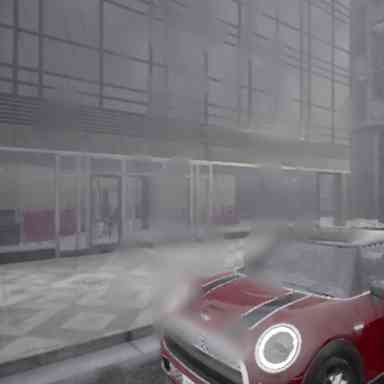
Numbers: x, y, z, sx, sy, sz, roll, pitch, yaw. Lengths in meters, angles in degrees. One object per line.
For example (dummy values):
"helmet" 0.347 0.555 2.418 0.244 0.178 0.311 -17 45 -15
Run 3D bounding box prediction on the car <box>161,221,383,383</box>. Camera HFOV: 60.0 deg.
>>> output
"car" 1.832 1.353 4.625 4.553 1.767 2.097 0 0 -35
